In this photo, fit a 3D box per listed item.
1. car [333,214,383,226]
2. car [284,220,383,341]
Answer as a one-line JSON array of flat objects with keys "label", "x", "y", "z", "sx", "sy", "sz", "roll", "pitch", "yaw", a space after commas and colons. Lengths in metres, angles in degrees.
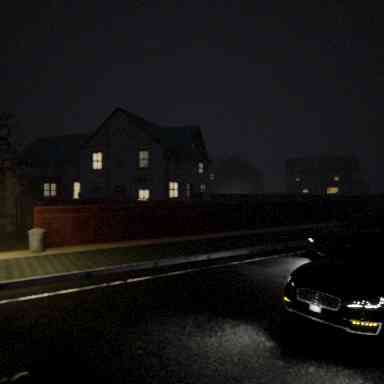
[{"label": "car", "x": 6.553, "y": 1.549, "z": 12.352, "sx": 5.357, "sy": 1.411, "sz": 2.033, "roll": 0, "pitch": 0, "yaw": -35}, {"label": "car", "x": 3.836, "y": 1.505, "z": 6.422, "sx": 4.892, "sy": 1.490, "sz": 1.837, "roll": 0, "pitch": 0, "yaw": -35}]
